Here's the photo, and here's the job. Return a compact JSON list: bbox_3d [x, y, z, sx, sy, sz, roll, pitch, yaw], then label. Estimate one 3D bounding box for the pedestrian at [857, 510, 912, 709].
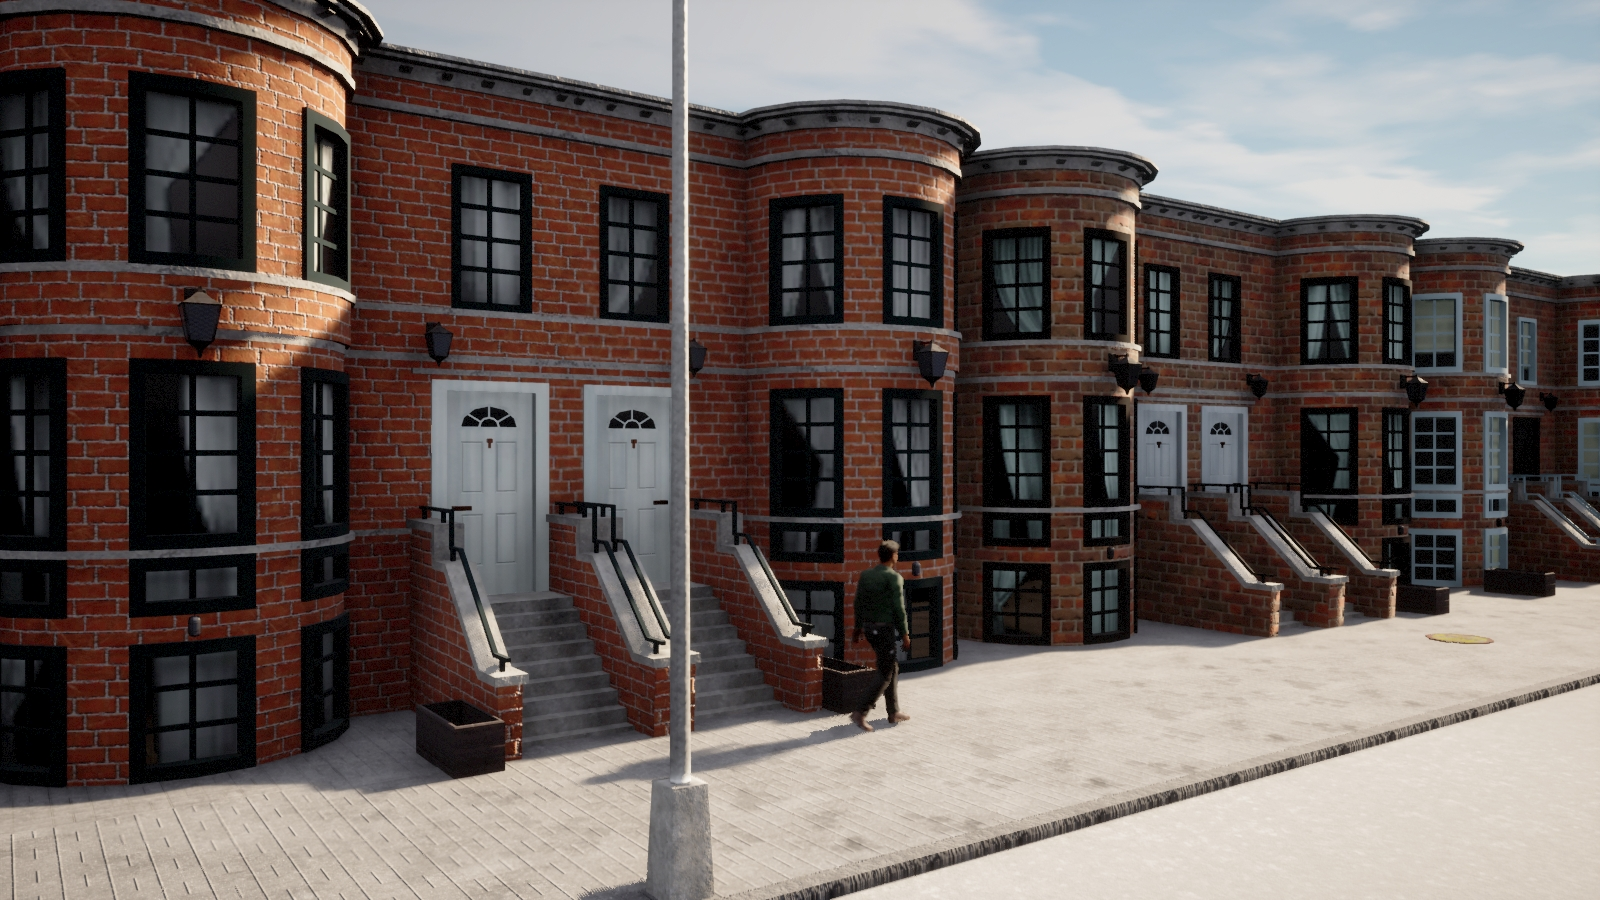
[{"bbox_3d":[0.821,1.521,11.071,0.375,1.860,0.375,0,0,-35],"label":"pedestrian"}]
